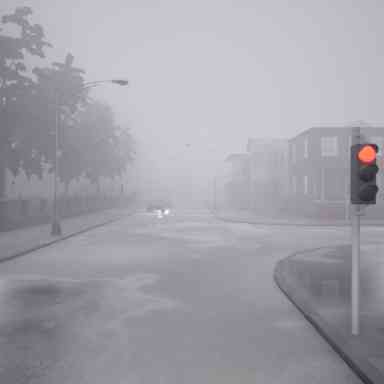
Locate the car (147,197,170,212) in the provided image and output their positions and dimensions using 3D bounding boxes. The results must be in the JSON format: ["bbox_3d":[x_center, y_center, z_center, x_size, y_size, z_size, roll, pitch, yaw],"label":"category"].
[{"bbox_3d":[-4.060,1.546,38.858,2.033,1.411,5.357,0,0,0],"label":"car"}]

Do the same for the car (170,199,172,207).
[{"bbox_3d":[-4.033,1.490,49.196,2.128,1.511,4.902,0,0,0],"label":"car"}]
